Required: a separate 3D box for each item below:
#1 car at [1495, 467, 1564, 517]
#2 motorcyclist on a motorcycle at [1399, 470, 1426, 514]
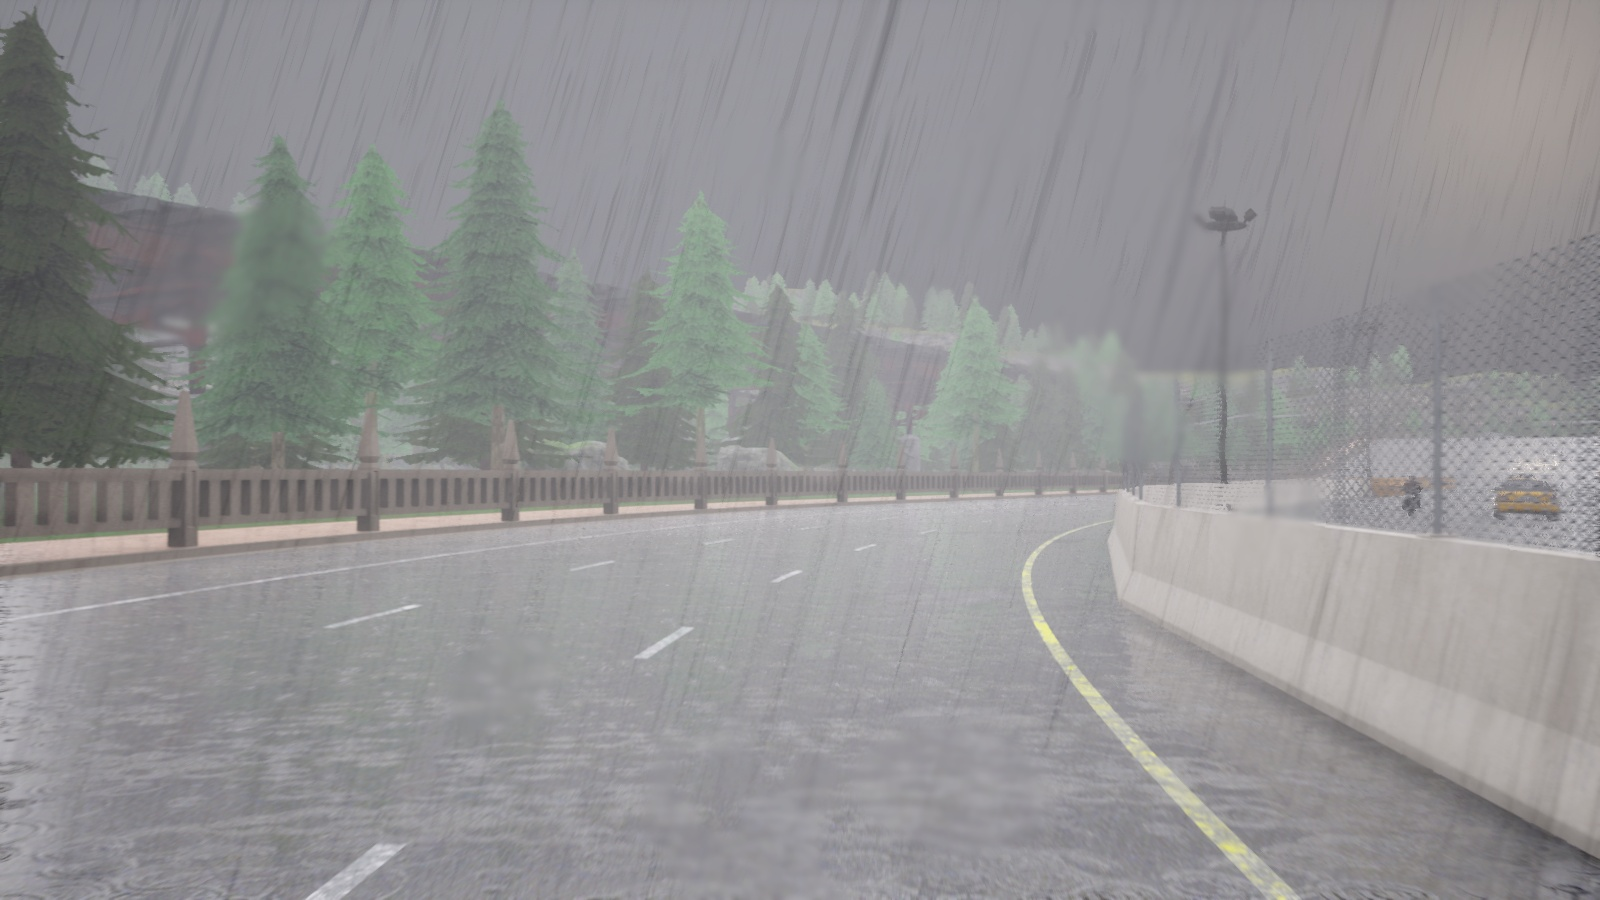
[{"bbox_3d":[24.689,1.382,42.640,1.801,1.575,5.366,-1,-1,28],"label":"car"},{"bbox_3d":[21.833,1.470,44.747,0.797,1.523,2.044,0,-1,29],"label":"motorcyclist on a motorcycle"}]
